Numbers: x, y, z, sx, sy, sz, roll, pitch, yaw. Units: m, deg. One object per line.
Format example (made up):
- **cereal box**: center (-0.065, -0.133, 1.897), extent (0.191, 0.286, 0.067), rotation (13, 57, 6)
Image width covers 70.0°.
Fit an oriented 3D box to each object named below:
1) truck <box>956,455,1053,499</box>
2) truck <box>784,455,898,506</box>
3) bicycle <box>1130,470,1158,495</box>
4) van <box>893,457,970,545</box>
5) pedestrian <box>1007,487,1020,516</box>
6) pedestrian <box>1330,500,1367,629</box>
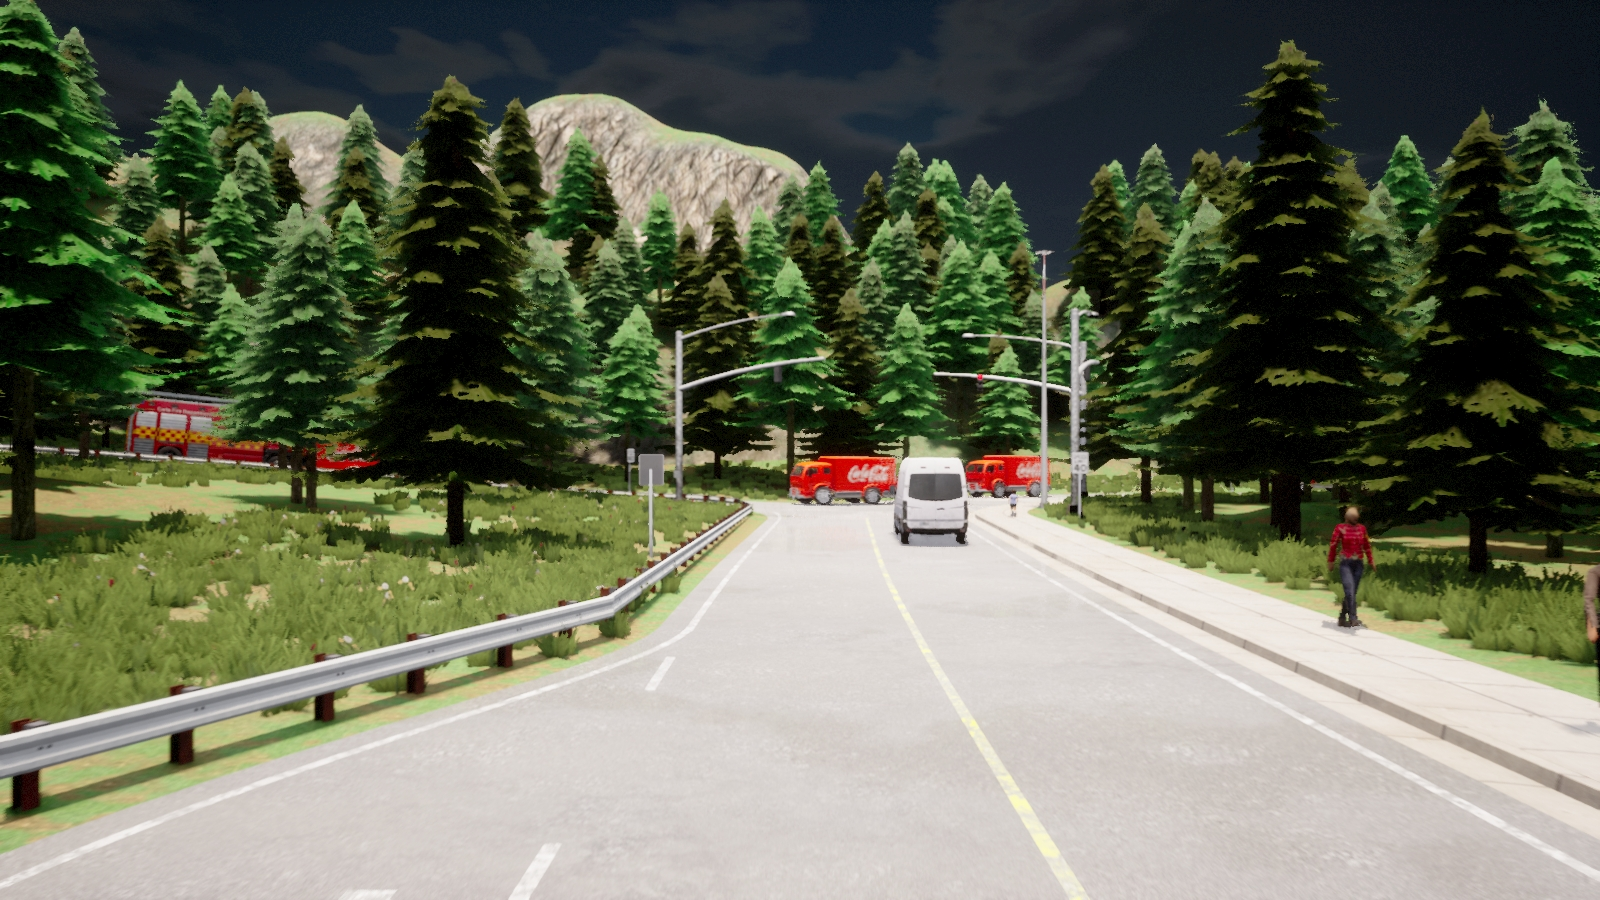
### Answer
- **truck**: center (11.974, 1.534, 66.713), extent (5.204, 2.467, 2.627), rotation (0, 0, -34)
- **truck**: center (2.105, 1.550, 58.573), extent (5.204, 2.467, 2.627), rotation (0, 1, -22)
- **bicycle**: center (21.443, 2.016, 71.195), extent (1.643, 1.496, 0.373), rotation (-1, 0, -12)
- **van**: center (4.073, 1.500, 36.254), extent (1.988, 2.561, 5.915), rotation (0, 0, 2)
- **pedestrian**: center (8.496, 2.041, 45.377), extent (0.500, 1.100, 0.500), rotation (0, 0, 10)
- **pedestrian**: center (8.024, 1.666, 16.728), extent (0.375, 1.860, 0.375), rotation (0, 0, 4)
